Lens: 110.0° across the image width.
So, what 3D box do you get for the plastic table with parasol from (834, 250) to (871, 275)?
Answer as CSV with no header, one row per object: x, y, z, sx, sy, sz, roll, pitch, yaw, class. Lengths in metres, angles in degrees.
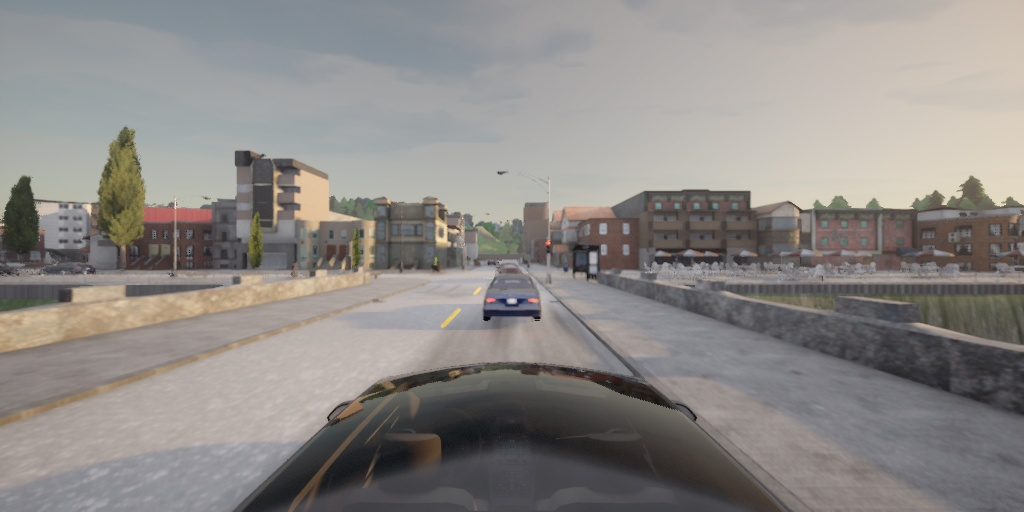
30.514,0.692,33.164,2.482,2.480,2.482,0,0,0,plastic table with parasol

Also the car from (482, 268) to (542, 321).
0.026,1.303,12.497,2.033,1.411,5.357,0,0,1,car

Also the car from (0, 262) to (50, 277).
-47.936,1.291,34.301,4.674,1.442,1.812,0,0,1,car

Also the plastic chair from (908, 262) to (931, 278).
36.666,1.295,32.280,0.730,1.272,0.750,0,0,0,plastic chair

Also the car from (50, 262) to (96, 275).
-47.419,1.330,38.391,4.181,1.385,1.994,0,0,1,car

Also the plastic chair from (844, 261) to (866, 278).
30.504,1.295,31.884,0.750,1.272,0.730,0,0,0,plastic chair

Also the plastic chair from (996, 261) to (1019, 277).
46.804,1.297,33.879,0.730,1.272,0.750,0,0,0,plastic chair

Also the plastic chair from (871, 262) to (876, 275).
37.406,1.298,37.482,0.750,1.272,0.730,0,0,0,plastic chair

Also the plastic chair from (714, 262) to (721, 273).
22.506,1.299,39.986,0.750,1.272,0.730,0,0,0,plastic chair

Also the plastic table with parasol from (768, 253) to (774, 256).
30.236,0.696,40.254,2.482,2.480,2.482,0,0,0,plastic table with parasol

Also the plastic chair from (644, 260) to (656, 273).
14.706,1.298,38.689,0.730,1.272,0.750,0,0,0,plastic chair

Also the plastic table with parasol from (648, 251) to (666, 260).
15.926,0.694,38.568,2.482,2.480,2.482,0,0,0,plastic table with parasol

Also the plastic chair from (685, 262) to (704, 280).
15.003,1.294,29.489,0.750,1.272,0.730,0,0,0,plastic chair

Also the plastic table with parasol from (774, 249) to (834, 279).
23.803,0.690,29.336,2.482,2.480,2.482,0,0,0,plastic table with parasol

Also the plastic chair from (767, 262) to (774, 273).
28.806,1.300,40.285,0.730,1.272,0.750,0,0,0,plastic chair

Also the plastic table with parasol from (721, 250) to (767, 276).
22.905,0.693,35.536,2.482,2.480,2.482,0,0,0,plastic table with parasol

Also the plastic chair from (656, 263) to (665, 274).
15.806,1.298,37.288,0.750,1.272,0.730,0,0,0,plastic chair

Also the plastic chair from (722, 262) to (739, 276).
21.705,1.297,35.587,0.730,1.272,0.750,0,0,0,plastic chair

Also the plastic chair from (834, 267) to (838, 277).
29.336,1.296,33.281,0.730,1.272,0.750,0,0,-1,plastic chair

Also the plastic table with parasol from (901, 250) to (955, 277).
37.794,0.692,32.192,2.482,2.480,2.482,0,0,0,plastic table with parasol

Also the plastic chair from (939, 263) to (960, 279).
37.804,1.295,30.882,0.750,1.272,0.730,0,0,0,plastic chair

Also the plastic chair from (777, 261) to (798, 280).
22.603,1.294,29.386,0.730,1.272,0.750,0,0,0,plastic chair

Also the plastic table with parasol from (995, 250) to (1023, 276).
48.005,0.693,33.979,2.482,2.480,2.482,0,0,0,plastic table with parasol

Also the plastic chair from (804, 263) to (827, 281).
23.703,1.293,27.986,0.750,1.272,0.730,0,0,0,plastic chair

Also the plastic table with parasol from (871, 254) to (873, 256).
37.436,0.695,38.942,2.482,2.480,2.482,0,0,0,plastic table with parasol

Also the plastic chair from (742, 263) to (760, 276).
22.805,1.296,34.186,0.750,1.272,0.730,0,0,0,plastic chair

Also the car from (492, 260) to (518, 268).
-0.381,1.290,30.255,1.812,1.442,4.674,0,0,-8,car

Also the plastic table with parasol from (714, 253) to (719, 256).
22.517,0.696,41.456,2.482,2.480,2.482,0,0,0,plastic table with parasol

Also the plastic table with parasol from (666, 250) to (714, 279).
15.174,0.690,30.749,2.482,2.480,2.482,0,0,0,plastic table with parasol

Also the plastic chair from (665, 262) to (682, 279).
13.904,1.294,30.889,0.730,1.272,0.750,0,0,0,plastic chair
